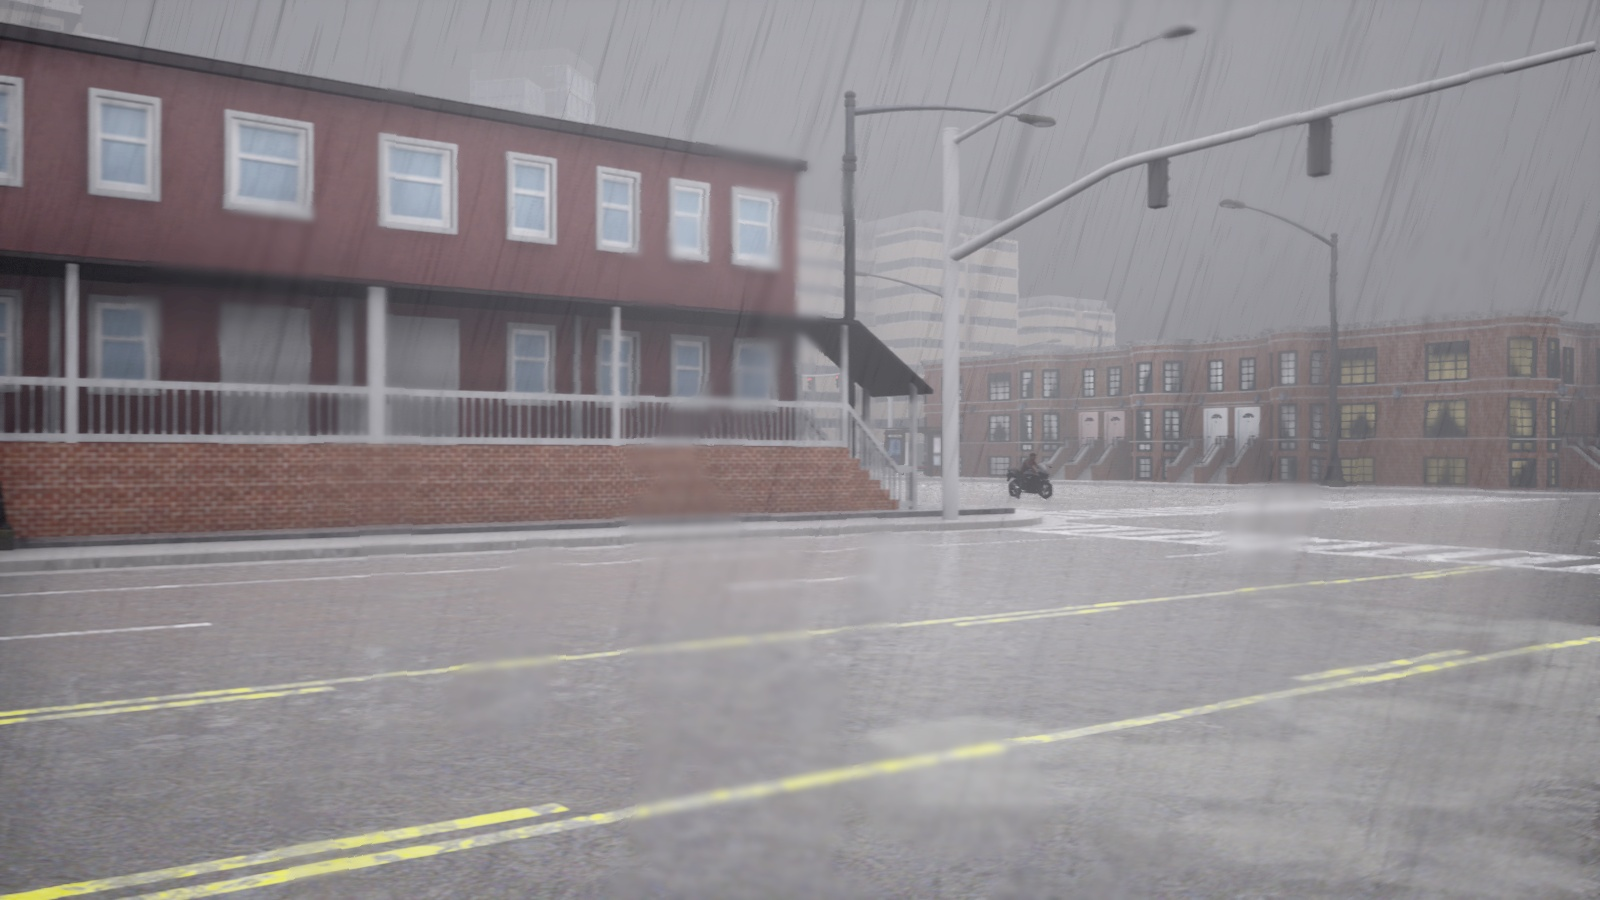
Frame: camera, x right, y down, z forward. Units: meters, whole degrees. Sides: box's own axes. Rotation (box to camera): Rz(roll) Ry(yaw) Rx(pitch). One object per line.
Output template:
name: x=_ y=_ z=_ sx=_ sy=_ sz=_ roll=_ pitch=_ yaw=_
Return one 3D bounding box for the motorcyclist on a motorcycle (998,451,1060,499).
motorcyclist on a motorcycle: x=7.509 y=0.812 z=41.238 sx=0.797 sy=1.523 sz=2.044 roll=0 pitch=0 yaw=-35
